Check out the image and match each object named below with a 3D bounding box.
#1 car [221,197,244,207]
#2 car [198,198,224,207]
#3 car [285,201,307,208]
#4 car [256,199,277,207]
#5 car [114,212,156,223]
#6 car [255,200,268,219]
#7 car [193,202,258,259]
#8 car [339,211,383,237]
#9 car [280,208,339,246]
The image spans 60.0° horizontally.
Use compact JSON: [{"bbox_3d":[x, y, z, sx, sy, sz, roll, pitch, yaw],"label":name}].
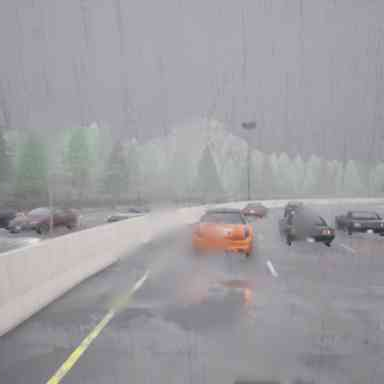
[{"bbox_3d":[7.004,1.733,57.143,1.882,1.535,5.008,0,0,33],"label":"car"},{"bbox_3d":[3.395,1.793,58.108,2.033,1.411,5.357,0,0,32],"label":"car"},{"bbox_3d":[10.229,1.676,32.833,1.837,1.490,4.892,0,0,21],"label":"car"},{"bbox_3d":[13.522,1.895,60.403,1.895,1.301,4.718,0,0,37],"label":"car"},{"bbox_3d":[-4.081,1.678,23.102,1.895,1.301,4.718,0,0,14],"label":"car"},{"bbox_3d":[6.049,1.714,31.608,1.994,1.385,4.181,0,0,20],"label":"car"},{"bbox_3d":[1.329,1.410,13.151,2.097,1.767,4.553,0,0,8],"label":"car"},{"bbox_3d":[9.488,1.714,18.955,1.895,1.301,4.718,0,0,13],"label":"car"},{"bbox_3d":[5.245,1.684,15.761,1.895,1.301,4.718,0,0,10],"label":"car"}]
